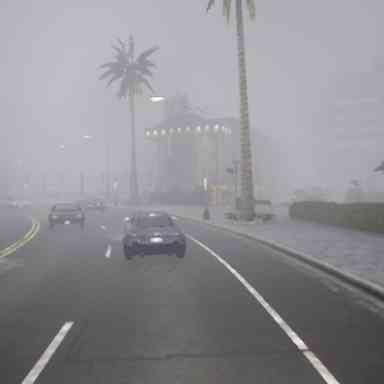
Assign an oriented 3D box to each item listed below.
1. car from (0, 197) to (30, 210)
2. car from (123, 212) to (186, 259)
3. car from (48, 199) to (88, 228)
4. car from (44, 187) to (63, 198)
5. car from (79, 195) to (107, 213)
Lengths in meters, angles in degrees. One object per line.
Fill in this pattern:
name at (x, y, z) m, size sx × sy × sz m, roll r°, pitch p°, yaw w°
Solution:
car at (-19.218, 1.154, 35.628) m, size 4.718 × 1.301 × 1.895 m, roll 1°, pitch 1°, yaw 41°
car at (-1.477, 1.398, 12.056) m, size 1.994 × 1.385 × 4.181 m, roll 0°, pitch 1°, yaw -11°
car at (-7.636, 1.340, 20.122) m, size 1.895 × 1.301 × 4.718 m, roll 0°, pitch 1°, yaw -22°
car at (-28.369, 0.406, 66.369) m, size 4.553 × 1.767 × 2.185 m, roll 0°, pitch 1°, yaw 26°
car at (-9.583, 1.147, 30.542) m, size 2.033 × 1.411 × 5.357 m, roll -1°, pitch 1°, yaw -37°
